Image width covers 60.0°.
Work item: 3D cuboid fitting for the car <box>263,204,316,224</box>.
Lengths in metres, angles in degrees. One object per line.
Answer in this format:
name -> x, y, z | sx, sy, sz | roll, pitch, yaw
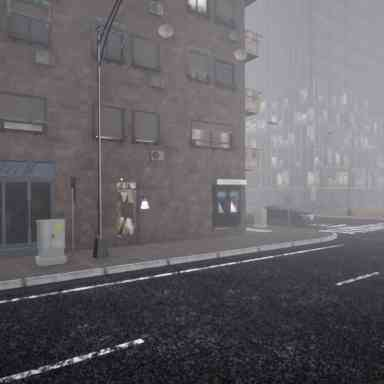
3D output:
car -> 7.727, 1.756, 27.302 | 2.128, 1.511, 4.902 | -1, 0, -35
